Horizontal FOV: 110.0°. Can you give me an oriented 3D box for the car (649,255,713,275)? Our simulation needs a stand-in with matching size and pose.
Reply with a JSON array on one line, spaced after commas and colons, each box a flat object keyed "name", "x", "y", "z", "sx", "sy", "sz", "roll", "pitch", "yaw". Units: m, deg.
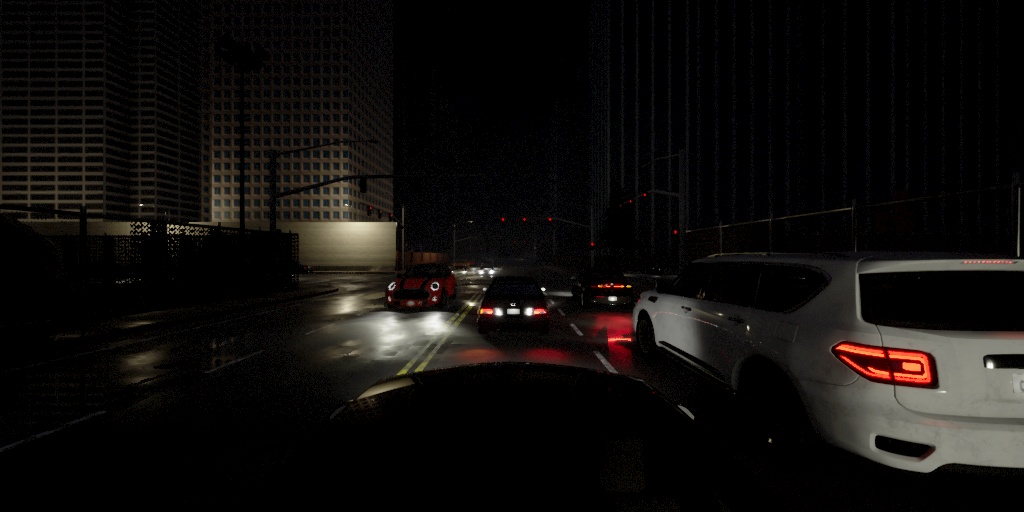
[{"name": "car", "x": 17.304, "y": 0.915, "z": 36.878, "sx": 5.566, "sy": 2.045, "sz": 2.150, "roll": 0, "pitch": 0, "yaw": 0}]

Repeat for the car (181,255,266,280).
[{"name": "car", "x": -24.088, "y": 0.915, "z": 29.759, "sx": 5.566, "sy": 2.045, "sz": 2.150, "roll": 0, "pitch": 0, "yaw": 0}]

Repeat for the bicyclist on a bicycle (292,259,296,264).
[{"name": "bicyclist on a bicycle", "x": -25.582, "y": 0.994, "z": 41.744, "sx": 0.582, "sy": 1.620, "sz": 1.656, "roll": 0, "pitch": 0, "yaw": 0}]

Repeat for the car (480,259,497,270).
[{"name": "car", "x": -3.605, "y": 1.349, "z": 52.964, "sx": 1.895, "sy": 1.301, "sz": 4.718, "roll": 0, "pitch": 0, "yaw": 0}]

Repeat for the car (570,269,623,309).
[{"name": "car", "x": 3.634, "y": 1.254, "z": 15.020, "sx": 1.837, "sy": 1.490, "sz": 4.892, "roll": 0, "pitch": 0, "yaw": 2}]

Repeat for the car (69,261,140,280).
[{"name": "car", "x": -33.897, "y": 1.198, "z": 29.782, "sx": 4.892, "sy": 1.490, "sz": 1.837, "roll": 0, "pitch": 0, "yaw": 0}]

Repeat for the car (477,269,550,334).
[{"name": "car", "x": 0.054, "y": 1.297, "z": 10.593, "sx": 2.033, "sy": 1.411, "sz": 5.357, "roll": 0, "pitch": 0, "yaw": 1}]

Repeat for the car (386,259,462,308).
[{"name": "car", "x": -3.603, "y": 1.102, "z": 15.014, "sx": 2.097, "sy": 1.767, "sz": 4.553, "roll": 0, "pitch": 0, "yaw": 0}]

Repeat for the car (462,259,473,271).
[{"name": "car", "x": -7.107, "y": 1.226, "z": 50.423, "sx": 1.882, "sy": 1.535, "sz": 5.008, "roll": 0, "pitch": 0, "yaw": 0}]

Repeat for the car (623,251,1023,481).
[{"name": "car", "x": 3.601, "y": 0.971, "z": 5.160, "sx": 2.150, "sy": 2.045, "sz": 5.566, "roll": 0, "pitch": 0, "yaw": 0}]

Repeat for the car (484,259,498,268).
[{"name": "car", "x": -3.584, "y": 1.239, "z": 62.027, "sx": 2.128, "sy": 1.511, "sz": 4.902, "roll": 0, "pitch": 0, "yaw": 0}]

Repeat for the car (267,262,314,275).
[{"name": "car", "x": -23.336, "y": 1.241, "z": 36.850, "sx": 5.357, "sy": 1.411, "sz": 2.033, "roll": 0, "pitch": 0, "yaw": 2}]

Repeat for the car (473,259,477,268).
[{"name": "car", "x": -7.086, "y": 1.274, "z": 61.241, "sx": 1.812, "sy": 1.442, "sz": 4.674, "roll": 0, "pitch": 0, "yaw": 0}]
